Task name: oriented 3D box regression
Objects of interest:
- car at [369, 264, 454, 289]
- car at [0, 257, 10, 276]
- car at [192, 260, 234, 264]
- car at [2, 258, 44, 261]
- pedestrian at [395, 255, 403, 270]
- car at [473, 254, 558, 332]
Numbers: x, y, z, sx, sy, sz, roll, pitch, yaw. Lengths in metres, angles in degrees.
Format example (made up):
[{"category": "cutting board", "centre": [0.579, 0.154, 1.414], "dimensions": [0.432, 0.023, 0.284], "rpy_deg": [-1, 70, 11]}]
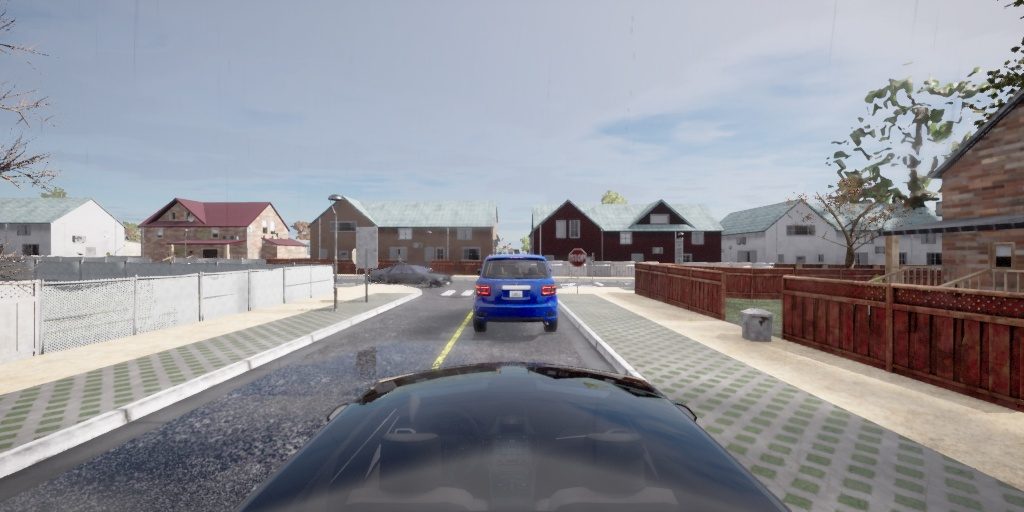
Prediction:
[{"category": "car", "centre": [-6.448, 1.251, 22.848], "dimensions": [5.357, 1.411, 2.033], "rpy_deg": [1, 0, 18]}, {"category": "car", "centre": [-42.583, 0.800, 27.691], "dimensions": [5.008, 1.535, 1.882], "rpy_deg": [1, 0, 1]}, {"category": "car", "centre": [-19.934, 1.056, 24.296], "dimensions": [4.902, 1.511, 2.128], "rpy_deg": [1, 0, 1]}, {"category": "car", "centre": [-33.304, 0.915, 24.567], "dimensions": [4.902, 1.511, 2.128], "rpy_deg": [1, 0, 1]}, {"category": "pedestrian", "centre": [-9.425, 0.803, 29.950], "dimensions": [0.375, 1.860, 0.375], "rpy_deg": [0, 0, 1]}, {"category": "car", "centre": [0.080, 0.971, 10.972], "dimensions": [2.150, 2.045, 5.566], "rpy_deg": [0, 0, 0]}]
